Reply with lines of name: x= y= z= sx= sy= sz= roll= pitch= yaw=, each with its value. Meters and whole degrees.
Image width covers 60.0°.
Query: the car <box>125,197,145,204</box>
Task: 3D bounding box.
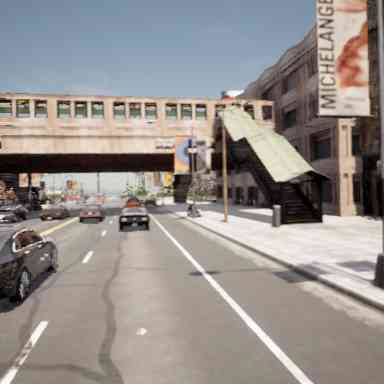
car: x=-7.613 y=1.534 z=43.300 sx=2.097 sy=1.767 sz=4.553 roll=-1 pitch=0 yaw=-10

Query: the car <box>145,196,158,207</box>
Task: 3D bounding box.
car: x=-6.816 y=1.640 z=55.417 sx=2.231 sy=1.521 sz=4.892 roll=-1 pitch=0 yaw=-1

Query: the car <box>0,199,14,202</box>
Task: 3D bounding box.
car: x=-19.844 y=1.727 z=34.072 sx=2.435 sy=2.045 sz=5.566 roll=-1 pitch=0 yaw=-11

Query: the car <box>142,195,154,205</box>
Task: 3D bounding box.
car: x=-8.740 y=1.559 z=66.019 sx=2.185 sy=1.767 sz=4.553 roll=-1 pitch=0 yaw=-11

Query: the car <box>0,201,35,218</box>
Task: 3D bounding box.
car: x=-15.955 y=1.892 z=29.362 sx=2.128 sy=1.511 sz=4.902 roll=-1 pitch=0 yaw=-10

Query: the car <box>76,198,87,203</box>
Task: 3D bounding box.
car: x=-23.266 y=1.932 z=70.148 sx=1.812 sy=1.442 sz=4.674 roll=-1 pitch=0 yaw=-10

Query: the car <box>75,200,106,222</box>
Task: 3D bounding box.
car: x=-8.533 y=1.758 z=28.748 sx=2.033 sy=1.411 sz=5.357 roll=-1 pitch=0 yaw=-10

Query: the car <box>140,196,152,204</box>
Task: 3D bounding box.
car: x=-10.040 y=1.716 z=72.313 sx=2.097 sy=1.535 sz=5.008 roll=-1 pitch=0 yaw=-11

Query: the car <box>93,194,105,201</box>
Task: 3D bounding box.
car: x=-20.056 y=1.483 z=71.981 sx=2.150 sy=2.045 sz=5.566 roll=-1 pitch=0 yaw=-10

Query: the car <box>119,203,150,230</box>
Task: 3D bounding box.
car: x=-3.838 y=1.693 z=22.229 sx=1.895 sy=1.301 sz=4.718 roll=-1 pitch=0 yaw=-10

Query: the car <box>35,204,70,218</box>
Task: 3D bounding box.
car: x=-12.758 y=1.865 z=31.292 sx=2.033 sy=1.411 sz=5.357 roll=-1 pitch=0 yaw=-10

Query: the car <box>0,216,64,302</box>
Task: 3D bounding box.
car: x=-4.749 y=1.624 z=8.332 sx=1.837 sy=1.490 sz=4.892 roll=-1 pitch=0 yaw=-11
